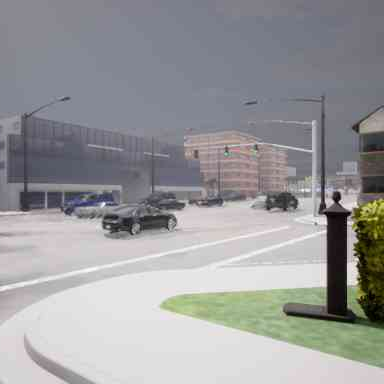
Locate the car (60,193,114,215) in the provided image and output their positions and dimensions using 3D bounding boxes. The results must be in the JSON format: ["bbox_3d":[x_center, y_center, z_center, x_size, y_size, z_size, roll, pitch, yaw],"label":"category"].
[{"bbox_3d":[-10.128,1.171,32.910,2.150,2.045,5.566,0,0,35],"label":"car"}]

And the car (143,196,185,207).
[{"bbox_3d":[-2.834,1.493,37.216,1.895,1.301,4.718,0,1,35],"label":"car"}]

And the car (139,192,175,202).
[{"bbox_3d":[-4.187,1.072,41.384,2.150,2.045,5.566,0,1,36],"label":"car"}]

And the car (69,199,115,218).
[{"bbox_3d":[-8.091,1.555,29.712,1.895,1.301,4.718,0,0,35],"label":"car"}]

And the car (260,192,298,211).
[{"bbox_3d":[10.000,0.992,36.884,2.150,2.045,5.566,0,1,35],"label":"car"}]

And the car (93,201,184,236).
[{"bbox_3d":[-2.798,1.490,18.621,1.837,1.490,4.892,0,0,35],"label":"car"}]

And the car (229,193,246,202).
[{"bbox_3d":[7.537,0.901,58.085,2.033,1.411,5.357,0,1,35],"label":"car"}]

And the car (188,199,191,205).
[{"bbox_3d":[1.415,1.247,49.376,1.895,1.301,4.718,0,2,35],"label":"car"}]

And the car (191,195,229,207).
[{"bbox_3d":[2.435,1.217,44.733,2.128,1.511,4.902,0,1,35],"label":"car"}]

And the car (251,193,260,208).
[{"bbox_3d":[8.978,1.226,41.502,1.812,1.442,4.674,0,1,35],"label":"car"}]
